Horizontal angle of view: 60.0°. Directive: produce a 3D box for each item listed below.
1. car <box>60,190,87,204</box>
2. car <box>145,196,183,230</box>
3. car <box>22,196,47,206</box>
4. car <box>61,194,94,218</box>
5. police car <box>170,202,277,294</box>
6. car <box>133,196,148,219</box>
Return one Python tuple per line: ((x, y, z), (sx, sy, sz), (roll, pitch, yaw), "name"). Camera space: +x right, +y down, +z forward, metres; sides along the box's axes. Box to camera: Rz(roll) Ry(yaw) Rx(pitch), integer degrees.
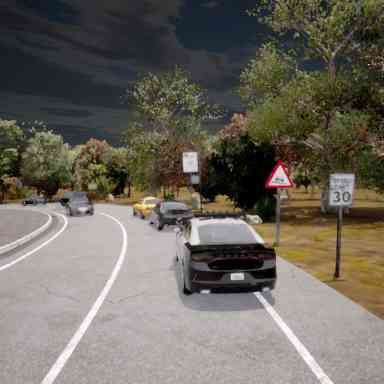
((-15.433, 0.862, 43.655), (2.150, 2.045, 5.566), (-5, 3, -41), "car")
((-1.264, 1.215, 18.863), (1.837, 1.490, 4.892), (-2, 1, -15), "car")
((-25.162, 1.393, 53.042), (4.902, 1.511, 2.128), (-2, 3, 34), "car")
((-9.535, 1.256, 28.146), (2.128, 1.511, 4.902), (-3, 1, -26), "car")
((0.581, 1.309, 8.694), (1.930, 1.638, 5.238), (-1, 1, -6), "police car")
((-3.230, 1.076, 25.015), (1.801, 1.575, 5.366), (-2, 1, -20), "car")
